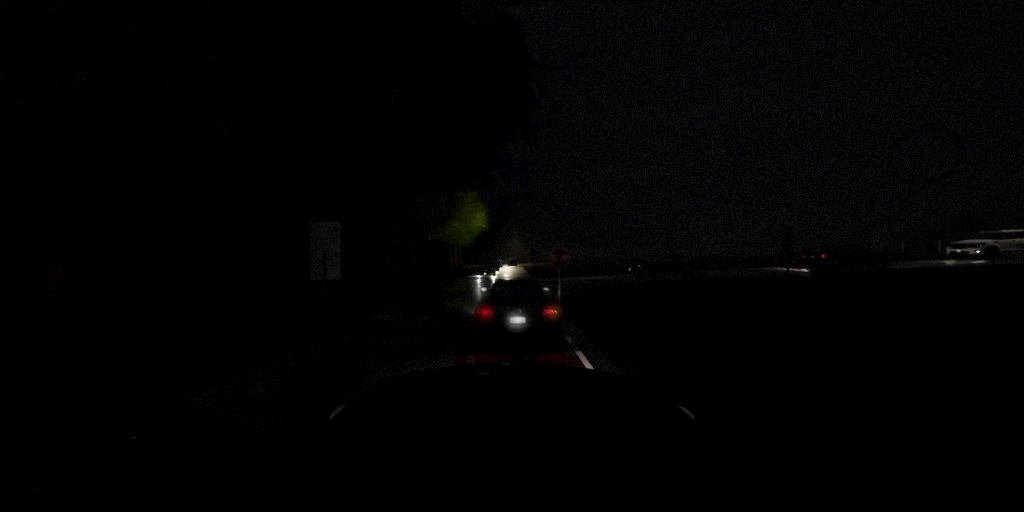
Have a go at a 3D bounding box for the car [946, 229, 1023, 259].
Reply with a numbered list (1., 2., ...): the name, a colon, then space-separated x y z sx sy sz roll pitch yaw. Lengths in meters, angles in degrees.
1. car: 35.838 -0.865 26.549 5.566 2.045 2.150 -3 1 0

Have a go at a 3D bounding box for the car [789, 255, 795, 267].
1. car: 23.297 0.046 26.703 4.674 1.442 1.812 -3 1 0

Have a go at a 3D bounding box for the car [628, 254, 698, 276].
1. car: 11.182 0.611 26.701 4.902 1.511 2.128 -3 1 -2

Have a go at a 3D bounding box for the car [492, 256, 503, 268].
1. car: -2.656 1.025 61.519 2.150 2.045 5.566 0 0 1

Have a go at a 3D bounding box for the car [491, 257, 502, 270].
1. car: -2.734 1.259 49.396 1.882 1.535 5.008 0 0 1

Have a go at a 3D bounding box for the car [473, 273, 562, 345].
1. car: 0.092 1.312 9.496 1.994 1.385 4.181 0 0 -1

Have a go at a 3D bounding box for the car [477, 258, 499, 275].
1. car: -2.710 1.272 39.303 1.837 1.490 4.892 0 0 -1

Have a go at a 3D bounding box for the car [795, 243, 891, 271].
1. car: 22.052 -0.033 23.766 4.553 1.767 2.097 -3 1 1
